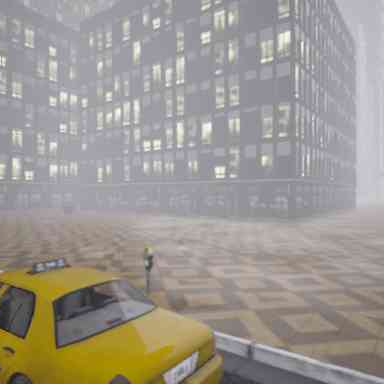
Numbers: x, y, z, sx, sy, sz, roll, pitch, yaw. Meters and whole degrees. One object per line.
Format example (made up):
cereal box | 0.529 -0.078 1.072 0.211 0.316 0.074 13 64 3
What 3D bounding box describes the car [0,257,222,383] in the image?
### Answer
car | -1.973 1.526 4.255 4.829 1.417 1.752 0 0 36
